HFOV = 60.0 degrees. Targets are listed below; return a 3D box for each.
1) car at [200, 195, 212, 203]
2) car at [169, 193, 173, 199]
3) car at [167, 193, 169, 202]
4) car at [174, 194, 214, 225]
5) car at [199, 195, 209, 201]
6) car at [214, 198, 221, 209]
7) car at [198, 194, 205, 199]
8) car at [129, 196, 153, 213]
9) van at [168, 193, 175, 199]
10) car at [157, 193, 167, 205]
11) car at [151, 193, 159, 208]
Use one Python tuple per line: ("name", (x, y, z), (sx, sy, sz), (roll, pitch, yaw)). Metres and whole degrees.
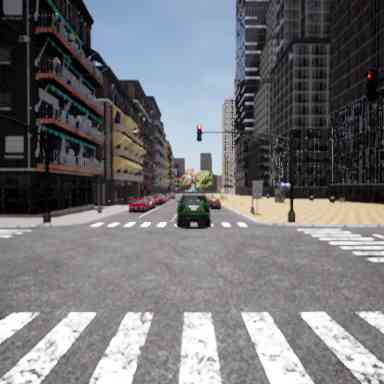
("car", (2.686, 1.362, 64.142), (2.008, 1.369, 4.403), (-1, 0, 0))
("car", (-5.657, 1.378, 69.739), (1.802, 1.307, 4.206), (-1, 0, 0))
("car", (-5.666, 1.267, 58.440), (1.967, 1.590, 4.097), (-1, 0, 0))
("car", (0.118, 1.155, 23.224), (2.150, 2.045, 5.566), (0, 0, 0))
("car", (2.693, 1.326, 75.440), (1.887, 1.381, 4.507), (-1, 0, 0))
("car", (2.672, 1.418, 41.546), (1.887, 1.381, 4.507), (-1, 0, 0))
("car", (2.703, 1.262, 92.558), (1.752, 1.417, 4.829), (-1, 0, 0))
("car", (-5.679, 1.435, 35.845), (1.887, 1.381, 4.507), (-1, 0, 0))
("van", (-5.646, 1.079, 92.333), (1.690, 1.788, 3.998), (-1, 0, 0))
("car", (-5.671, 1.157, 52.792), (2.192, 1.841, 5.009), (-1, 0, 0))
("car", (-5.677, 1.313, 41.494), (1.967, 1.590, 4.097), (-1, 0, 0))
